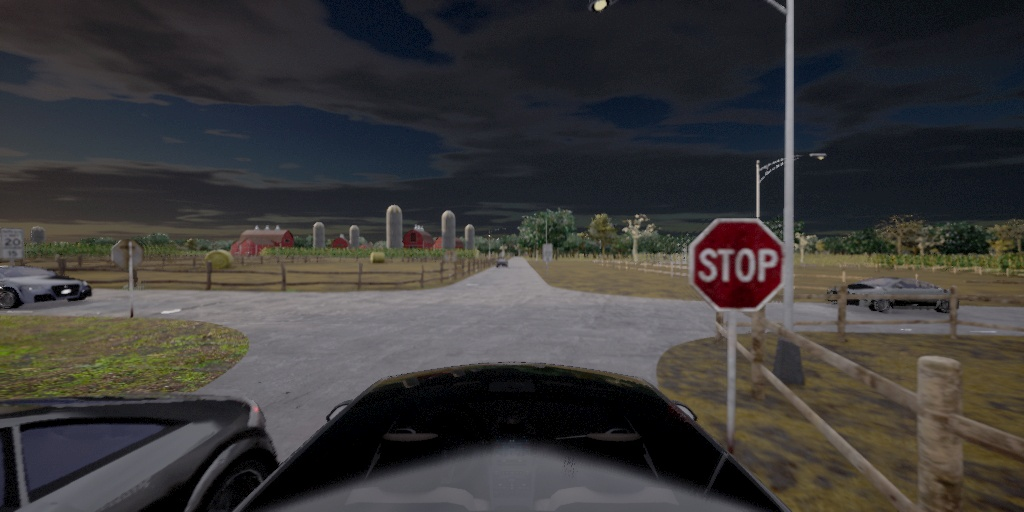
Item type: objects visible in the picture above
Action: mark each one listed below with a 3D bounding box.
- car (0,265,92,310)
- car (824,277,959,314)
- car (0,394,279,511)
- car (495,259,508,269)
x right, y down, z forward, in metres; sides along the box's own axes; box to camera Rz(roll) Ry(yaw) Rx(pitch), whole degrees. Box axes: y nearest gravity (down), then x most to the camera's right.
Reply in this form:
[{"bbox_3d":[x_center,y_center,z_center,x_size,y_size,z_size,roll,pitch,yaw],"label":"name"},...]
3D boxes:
[{"bbox_3d":[-17.836,1.047,12.775,4.181,1.385,1.994,1,1,1],"label":"car"},{"bbox_3d":[15.898,1.584,15.159,4.181,1.385,1.994,1,1,1],"label":"car"},{"bbox_3d":[-2.721,1.320,0.892,1.994,1.385,4.181,0,0,1],"label":"car"},{"bbox_3d":[-1.485,1.128,55.049,2.033,1.411,5.357,0,0,1],"label":"car"}]
